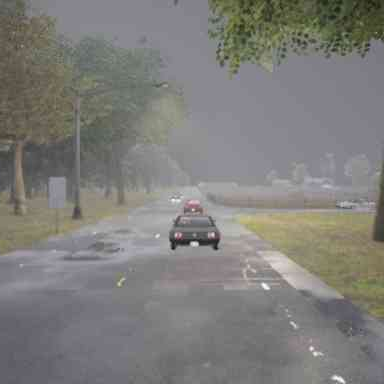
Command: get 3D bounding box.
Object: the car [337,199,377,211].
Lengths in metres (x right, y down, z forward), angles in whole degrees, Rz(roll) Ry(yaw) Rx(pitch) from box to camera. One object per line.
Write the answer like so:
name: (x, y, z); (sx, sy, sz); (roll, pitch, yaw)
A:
car: (18.414, 1.407, 36.106); (4.718, 1.301, 1.895); (0, -1, 0)

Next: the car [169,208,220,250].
car: (0.103, 1.588, 14.318); (1.895, 1.301, 4.718); (0, 0, 0)

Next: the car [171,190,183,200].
car: (-3.464, 0.843, 71.971); (2.128, 1.511, 4.902); (0, 1, 0)

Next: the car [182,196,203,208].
car: (0.111, 1.383, 32.053); (1.812, 1.442, 4.674); (0, 1, 0)

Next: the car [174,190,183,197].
car: (-3.456, 0.344, 87.821); (2.097, 1.767, 4.553); (0, 1, 0)
